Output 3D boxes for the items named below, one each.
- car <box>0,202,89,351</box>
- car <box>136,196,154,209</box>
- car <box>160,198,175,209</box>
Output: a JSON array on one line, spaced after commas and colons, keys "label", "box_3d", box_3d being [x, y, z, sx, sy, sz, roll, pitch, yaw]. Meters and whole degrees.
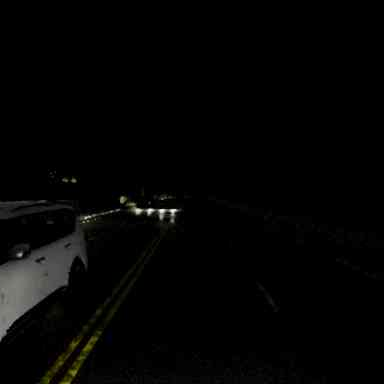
[{"label": "car", "box_3d": [-3.349, 1.229, 5.172, 2.150, 2.045, 5.566, 0, 0, 0]}, {"label": "car", "box_3d": [-6.553, 1.406, 46.647, 2.097, 1.767, 4.553, 0, 0, 0]}, {"label": "car", "box_3d": [-3.306, 1.578, 45.730, 1.812, 1.442, 4.674, 0, 0, 0]}]
